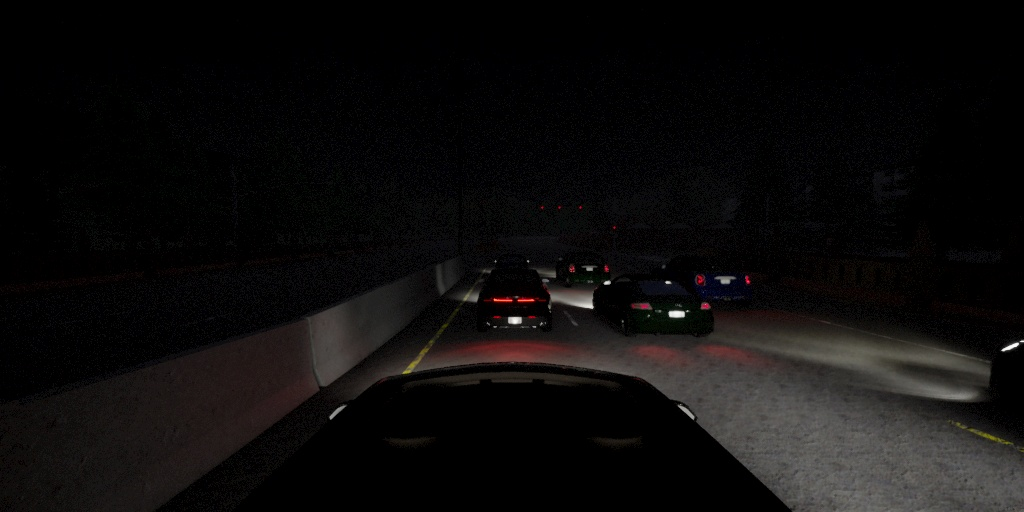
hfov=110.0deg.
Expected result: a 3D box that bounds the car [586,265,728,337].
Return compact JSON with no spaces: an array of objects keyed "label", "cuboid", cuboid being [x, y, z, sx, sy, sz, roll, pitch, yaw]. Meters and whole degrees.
[{"label":"car","cuboid":[3.559,1.161,9.768,1.994,1.385,4.181,0,2,0]}]

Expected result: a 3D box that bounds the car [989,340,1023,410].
[{"label":"car","cuboid":[7.093,1.099,2.575,2.097,1.767,4.553,0,0,0]}]

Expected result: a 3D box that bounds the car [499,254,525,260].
[{"label":"car","cuboid":[-0.003,0.598,19.838,2.033,1.411,5.357,0,4,0]}]

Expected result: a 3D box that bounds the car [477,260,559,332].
[{"label":"car","cuboid":[0.055,1.081,10.333,1.837,1.490,4.892,0,2,0]}]

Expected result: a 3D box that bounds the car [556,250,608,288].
[{"label":"car","cuboid":[3.505,0.493,18.359,2.097,1.767,4.553,0,4,0]}]

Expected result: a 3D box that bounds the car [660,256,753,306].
[{"label":"car","cuboid":[7.032,0.755,13.955,2.097,1.767,4.553,0,3,0]}]
